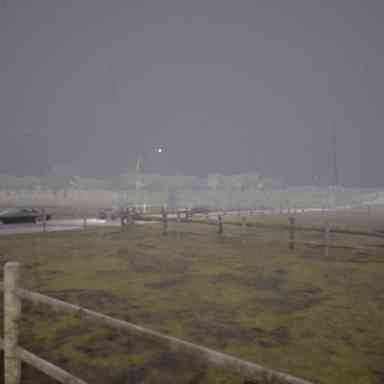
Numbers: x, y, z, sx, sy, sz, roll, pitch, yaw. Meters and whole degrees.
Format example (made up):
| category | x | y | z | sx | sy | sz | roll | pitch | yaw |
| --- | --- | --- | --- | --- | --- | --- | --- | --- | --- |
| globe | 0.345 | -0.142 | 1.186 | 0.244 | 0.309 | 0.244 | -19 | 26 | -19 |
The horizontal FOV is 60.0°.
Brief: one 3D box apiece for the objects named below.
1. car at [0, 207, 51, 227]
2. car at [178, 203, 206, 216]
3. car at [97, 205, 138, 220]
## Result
| category | x | y | z | sx | sy | sz | roll | pitch | yaw |
| --- | --- | --- | --- | --- | --- | --- | --- | --- | --- |
| car | -13.025 | 1.813 | 24.513 | 1.895 | 1.301 | 4.718 | 1 | 0 | 35 |
| car | 0.084 | 2.226 | 43.107 | 2.128 | 1.511 | 4.902 | 1 | -1 | 35 |
| car | -7.261 | 1.993 | 32.705 | 1.994 | 1.385 | 4.181 | 1 | -1 | 35 |
